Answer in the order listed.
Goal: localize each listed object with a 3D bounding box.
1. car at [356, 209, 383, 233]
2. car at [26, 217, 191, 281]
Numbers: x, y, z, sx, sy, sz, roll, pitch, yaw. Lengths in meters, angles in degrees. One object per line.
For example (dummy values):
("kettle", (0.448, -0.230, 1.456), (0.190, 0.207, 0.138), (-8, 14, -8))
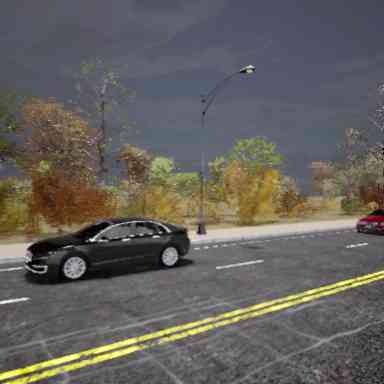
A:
("car", (11.948, 1.751, 20.370), (4.674, 1.442, 1.812), (1, -1, -36))
("car", (-2.302, 1.546, 10.048), (4.892, 1.490, 1.837), (0, 0, -36))
